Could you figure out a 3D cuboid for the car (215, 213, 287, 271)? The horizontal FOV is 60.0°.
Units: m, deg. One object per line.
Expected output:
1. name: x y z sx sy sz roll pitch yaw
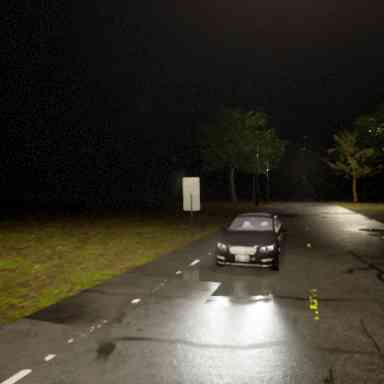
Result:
1. car: 2.138 1.499 11.198 2.128 1.511 4.902 0 0 19
